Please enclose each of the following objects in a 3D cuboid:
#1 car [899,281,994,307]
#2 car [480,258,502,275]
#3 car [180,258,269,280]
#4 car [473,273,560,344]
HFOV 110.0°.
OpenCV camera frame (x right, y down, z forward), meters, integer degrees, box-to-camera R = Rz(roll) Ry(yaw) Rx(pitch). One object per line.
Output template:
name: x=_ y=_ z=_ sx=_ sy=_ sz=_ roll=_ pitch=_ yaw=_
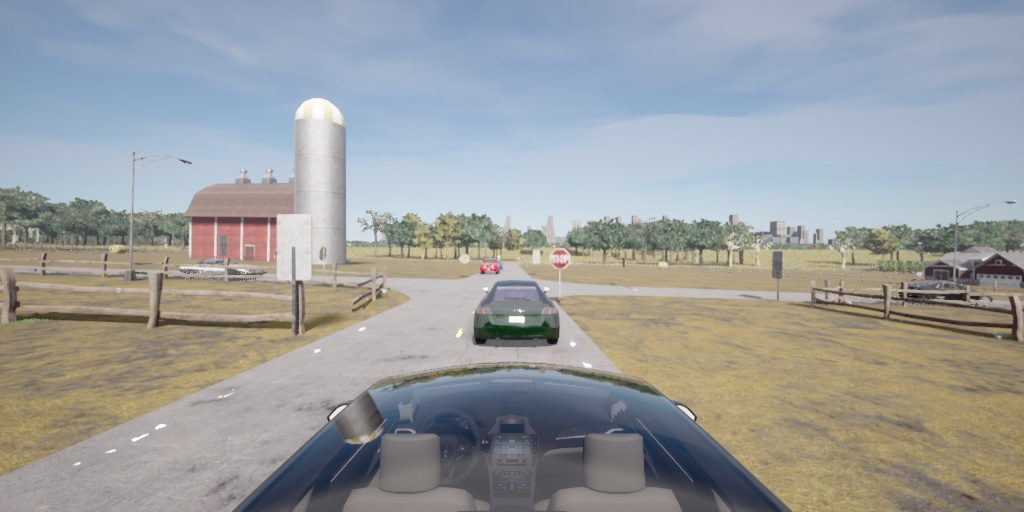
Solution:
car: x=28.857 y=2.447 z=23.895 sx=4.892 sy=1.490 sz=1.837 roll=2 pitch=0 yaw=0
car: x=-2.741 y=1.260 z=44.976 sx=2.150 sy=2.045 sz=5.566 roll=0 pitch=-1 yaw=0
car: x=-19.172 y=0.844 z=24.074 sx=4.718 sy=1.301 sz=1.895 roll=2 pitch=0 yaw=0
car: x=0.113 y=1.323 z=9.632 sx=1.994 sy=1.385 sz=4.181 roll=0 pitch=0 yaw=0
